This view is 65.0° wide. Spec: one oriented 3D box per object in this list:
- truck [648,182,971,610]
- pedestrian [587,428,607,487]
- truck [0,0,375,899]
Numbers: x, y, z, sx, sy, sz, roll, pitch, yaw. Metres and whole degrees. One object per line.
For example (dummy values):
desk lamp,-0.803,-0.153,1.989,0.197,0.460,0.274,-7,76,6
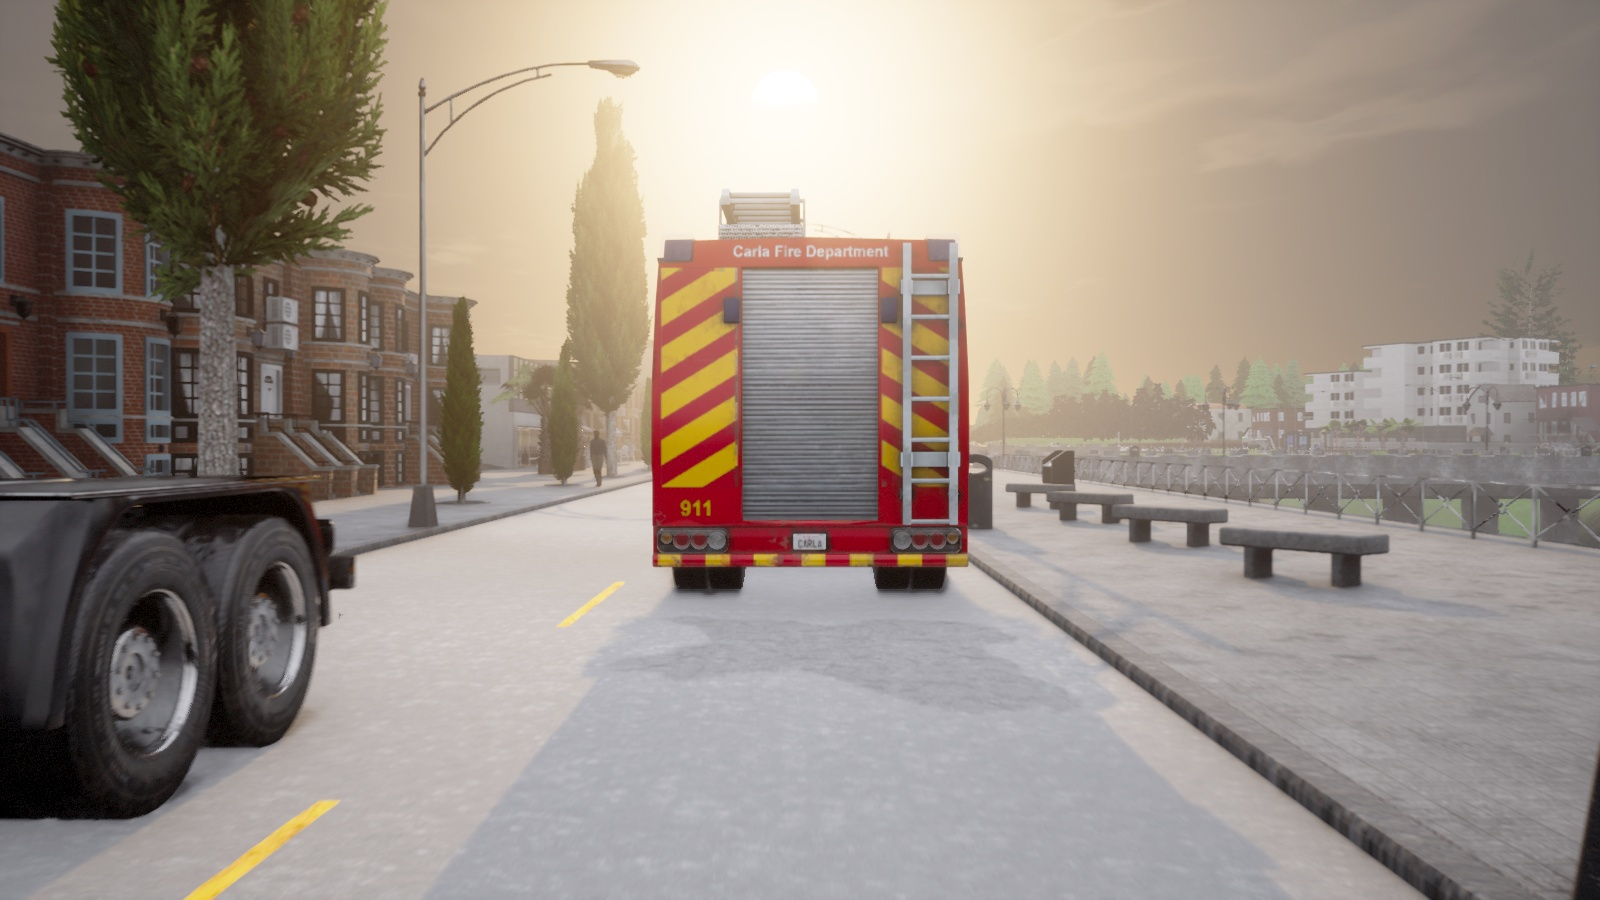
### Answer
truck,0.105,-0.505,15.480,2.891,3.827,8.468,0,0,0
pedestrian,-6.387,0.229,39.477,0.370,1.835,0.726,0,0,13
truck,-3.965,-0.258,3.408,2.891,3.462,7.936,0,0,0
